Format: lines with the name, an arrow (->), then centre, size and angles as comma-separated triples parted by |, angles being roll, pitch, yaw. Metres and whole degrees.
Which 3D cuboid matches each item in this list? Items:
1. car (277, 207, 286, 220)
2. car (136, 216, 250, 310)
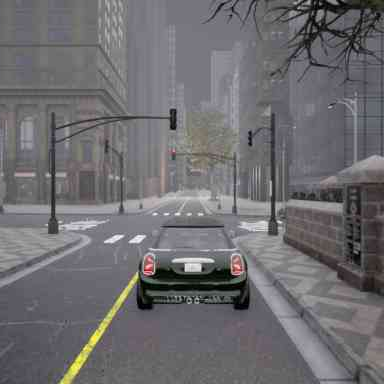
car -> 9.066, 1.413, 26.194 | 4.553, 1.767, 2.097 | 0, 0, 4
car -> 0.034, 1.352, 7.997 | 2.097, 1.767, 4.553 | 0, 0, 0
